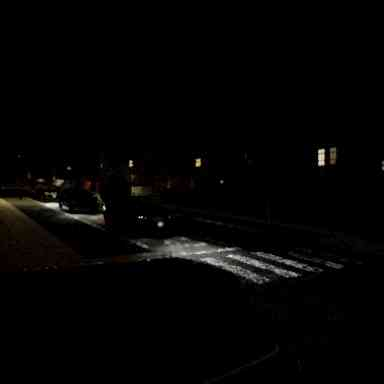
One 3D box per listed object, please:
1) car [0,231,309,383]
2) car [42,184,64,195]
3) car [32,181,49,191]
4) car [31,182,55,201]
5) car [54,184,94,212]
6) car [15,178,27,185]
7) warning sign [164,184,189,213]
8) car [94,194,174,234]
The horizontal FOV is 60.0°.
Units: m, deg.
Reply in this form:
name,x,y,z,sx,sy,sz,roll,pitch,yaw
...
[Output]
name,x,y,z,sx,sy,sz,roll,pitch,yaw
car,-1.375,1.358,1.957,4.553,1.767,2.097,1,-1,-33
car,-18.945,-0.423,45.277,1.895,1.301,4.718,1,2,-34
car,-24.432,-0.938,53.493,1.812,1.442,4.674,1,2,-34
car,-13.935,0.023,32.470,2.128,1.511,4.902,1,2,-34
car,-8.200,0.471,23.867,1.882,1.535,5.008,1,2,-34
car,-41.163,-2.548,80.059,2.097,1.767,4.553,-2,3,-34
warning sign,-1.043,0.412,22.738,1.300,1.860,1.060,-2,1,-34
car,-2.619,0.934,15.500,2.128,1.511,4.902,1,2,-34
